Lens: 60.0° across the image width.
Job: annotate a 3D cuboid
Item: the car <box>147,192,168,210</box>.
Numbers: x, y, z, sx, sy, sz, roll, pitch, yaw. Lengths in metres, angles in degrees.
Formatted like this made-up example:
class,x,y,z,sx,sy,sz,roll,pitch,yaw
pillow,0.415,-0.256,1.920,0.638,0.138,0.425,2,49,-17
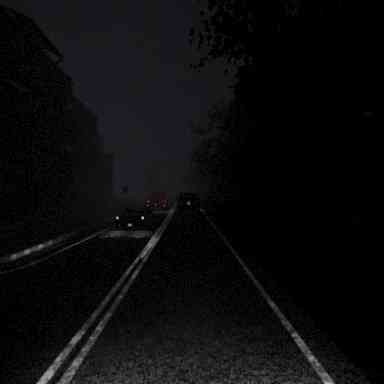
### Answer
class,x,y,z,sx,sy,sz,roll,pitch,yaw
car,-3.946,0.978,38.465,2.150,2.045,5.566,0,1,-1

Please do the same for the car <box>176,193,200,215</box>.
class,x,y,z,sx,sy,sz,roll,pitch,yaw
car,-0.360,1.058,32.350,2.150,2.045,5.566,0,1,-1

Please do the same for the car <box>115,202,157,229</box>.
class,x,y,z,sx,sy,sz,roll,pitch,yaw
car,-3.557,1.540,21.080,1.895,1.301,4.718,0,0,-1
